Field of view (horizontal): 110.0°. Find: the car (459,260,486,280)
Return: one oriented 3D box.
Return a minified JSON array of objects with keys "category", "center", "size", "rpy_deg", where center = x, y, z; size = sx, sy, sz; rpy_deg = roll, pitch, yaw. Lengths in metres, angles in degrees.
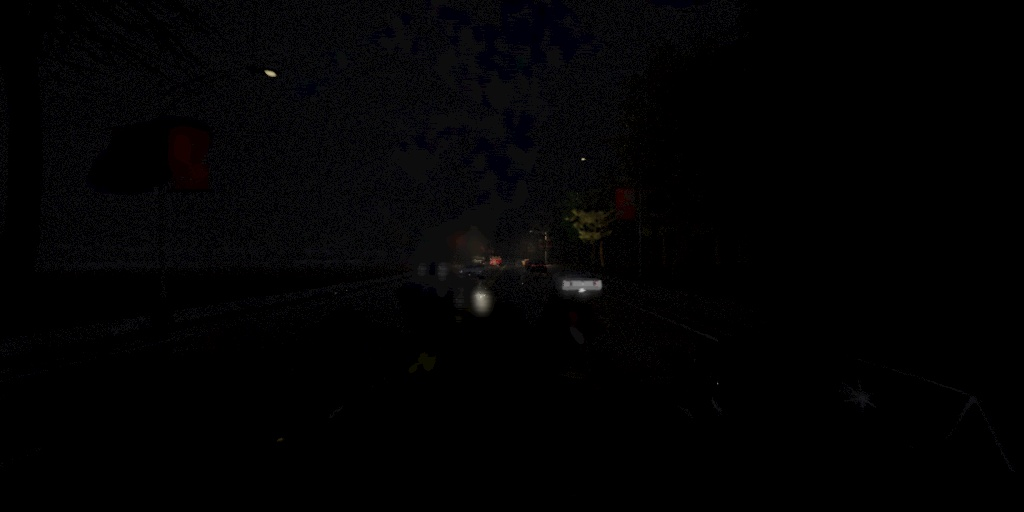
[{"category":"car","center":[-3.332,1.307,31.228],"size":[1.812,1.442,4.674],"rpy_deg":[0,0,0]}]

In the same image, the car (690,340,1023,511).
[{"category":"car","center":[3.349,1.351,2.741],"size":[1.895,1.301,4.718],"rpy_deg":[0,0,0]}]

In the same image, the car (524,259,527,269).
[{"category":"car","center":[3.273,1.422,55.387],"size":[1.994,1.385,4.181],"rpy_deg":[0,0,0]}]

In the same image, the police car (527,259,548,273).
[{"category":"police car","center":[3.269,1.325,44.387],"size":[2.038,1.542,4.974],"rpy_deg":[0,0,0]}]

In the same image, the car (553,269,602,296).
[{"category":"car","center":[3.358,1.360,19.289],"size":[1.895,1.301,4.718],"rpy_deg":[0,0,0]}]

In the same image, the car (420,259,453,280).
[{"category":"car","center":[-6.582,1.134,31.589],"size":[2.097,1.767,4.553],"rpy_deg":[0,0,0]}]
